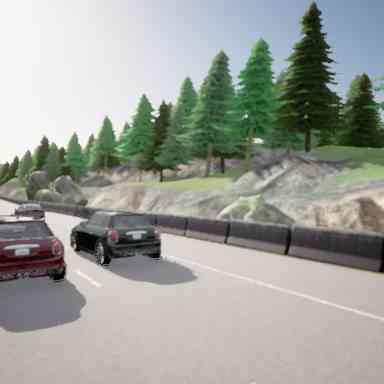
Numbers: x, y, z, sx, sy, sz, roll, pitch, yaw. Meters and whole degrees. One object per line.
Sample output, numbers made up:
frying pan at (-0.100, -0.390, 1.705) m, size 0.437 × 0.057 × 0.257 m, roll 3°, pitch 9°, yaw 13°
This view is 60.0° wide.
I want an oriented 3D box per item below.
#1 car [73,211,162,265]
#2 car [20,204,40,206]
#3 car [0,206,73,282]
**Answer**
car at (-2.990, 1.476, 12.511) m, size 2.097 × 1.767 × 4.553 m, roll 1°, pitch -1°, yaw -35°
car at (-13.523, 1.760, 27.671) m, size 1.837 × 1.490 × 4.892 m, roll 1°, pitch -1°, yaw -35°
car at (-5.192, 1.440, 9.546) m, size 2.097 × 1.767 × 4.553 m, roll 1°, pitch -1°, yaw -35°
